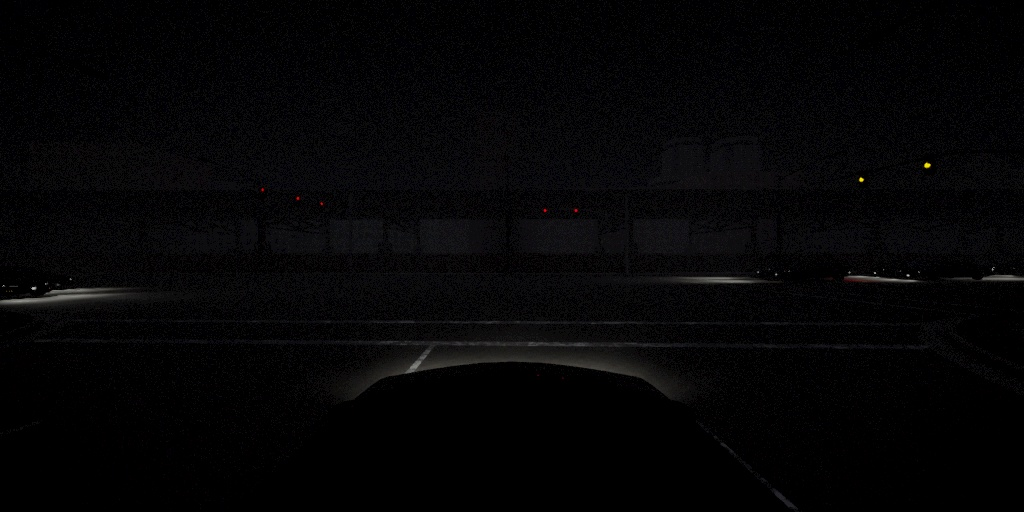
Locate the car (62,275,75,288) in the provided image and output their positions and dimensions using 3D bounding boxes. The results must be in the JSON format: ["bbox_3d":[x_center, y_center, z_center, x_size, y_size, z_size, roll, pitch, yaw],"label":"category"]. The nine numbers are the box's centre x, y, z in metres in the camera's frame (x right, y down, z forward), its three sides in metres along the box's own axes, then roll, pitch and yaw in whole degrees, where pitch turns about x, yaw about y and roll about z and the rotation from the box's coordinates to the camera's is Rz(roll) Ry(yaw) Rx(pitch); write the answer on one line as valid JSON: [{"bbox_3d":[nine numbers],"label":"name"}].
[{"bbox_3d":[-28.760,1.275,20.685,5.357,1.411,2.033,0,0,2],"label":"car"}]

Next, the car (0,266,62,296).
[{"bbox_3d":[-25.100,1.232,17.081,4.892,1.490,1.837,1,0,2],"label":"car"}]

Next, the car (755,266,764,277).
[{"bbox_3d":[23.110,1.056,30.011,4.902,1.511,2.128,-1,0,2],"label":"car"}]

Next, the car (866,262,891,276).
[{"bbox_3d":[32.850,0.991,29.754,5.357,1.411,2.033,-1,0,1],"label":"car"}]

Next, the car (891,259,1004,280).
[{"bbox_3d":[31.761,1.010,26.282,5.357,1.411,2.033,-1,0,1],"label":"car"}]

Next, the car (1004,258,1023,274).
[{"bbox_3d":[43.071,0.824,29.479,5.357,1.411,2.033,-1,0,1],"label":"car"}]

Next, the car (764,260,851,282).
[{"bbox_3d":[22.053,1.070,26.531,4.902,1.511,2.128,-1,0,1],"label":"car"}]
